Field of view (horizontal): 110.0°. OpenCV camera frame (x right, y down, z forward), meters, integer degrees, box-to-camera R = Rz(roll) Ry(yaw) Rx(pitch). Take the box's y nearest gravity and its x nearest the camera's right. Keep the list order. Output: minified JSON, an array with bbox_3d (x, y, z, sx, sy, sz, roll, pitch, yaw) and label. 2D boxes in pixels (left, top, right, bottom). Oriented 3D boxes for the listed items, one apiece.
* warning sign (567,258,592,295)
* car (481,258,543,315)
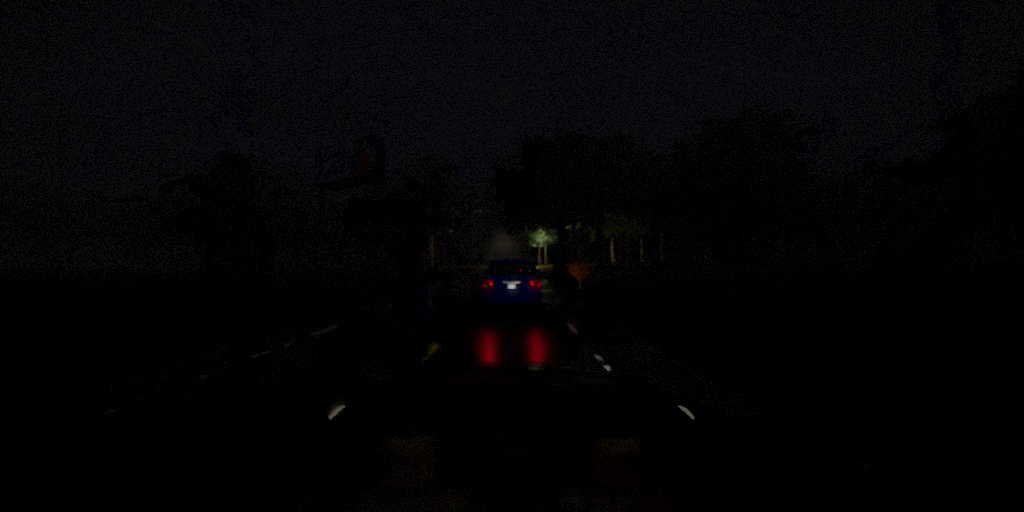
[{"bbox_3d":[3.546,1.042,18.624,1.300,1.860,1.060,0,0,0],"label":"warning sign"},{"bbox_3d":[0.009,1.108,14.438,2.150,2.045,5.566,0,0,0],"label":"car"}]
